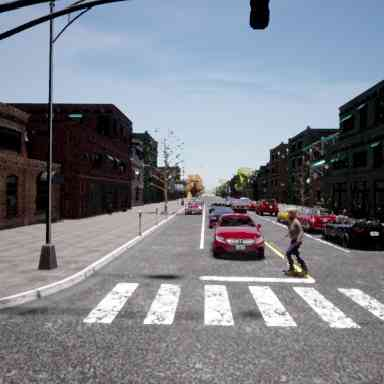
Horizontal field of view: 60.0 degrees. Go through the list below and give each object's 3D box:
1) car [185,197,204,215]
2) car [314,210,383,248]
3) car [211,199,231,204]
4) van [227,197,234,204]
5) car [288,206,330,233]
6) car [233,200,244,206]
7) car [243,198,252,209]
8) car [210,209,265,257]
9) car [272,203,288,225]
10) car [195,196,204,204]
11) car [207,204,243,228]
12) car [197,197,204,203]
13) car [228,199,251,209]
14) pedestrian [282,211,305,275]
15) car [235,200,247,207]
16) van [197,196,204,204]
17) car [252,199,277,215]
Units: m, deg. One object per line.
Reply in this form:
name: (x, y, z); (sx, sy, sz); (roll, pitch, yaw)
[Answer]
car: (0.210, 1.745, 38.440); (1.967, 1.590, 4.097); (0, -1, 2)
car: (7.689, 1.800, 15.928); (1.947, 1.339, 4.313); (0, -1, 2)
car: (2.628, 1.810, 33.884); (1.837, 1.490, 4.892); (1, -1, 2)
van: (10.815, 2.287, 93.541); (1.690, 1.788, 3.998); (0, -1, 2)
car: (7.913, 1.726, 21.473); (1.967, 1.590, 4.097); (0, -1, 2)
car: (9.920, 2.325, 71.364); (1.802, 1.307, 4.206); (0, -1, 2)
car: (9.029, 1.981, 49.191); (1.967, 1.590, 4.097); (0, -1, 2)
car: (1.778, 1.644, 13.632); (1.812, 1.442, 4.674); (1, 0, 3)
car: (8.142, 1.864, 27.186); (1.752, 1.417, 4.829); (0, -1, 2)
car: (1.996, 2.026, 82.790); (2.192, 1.841, 5.009); (0, -1, 2)
car: (2.209, 1.774, 23.576); (1.994, 1.385, 4.181); (1, 0, 2)
car: (2.441, 2.252, 93.877); (1.967, 1.590, 4.097); (0, -1, 2)
car: (6.250, 2.002, 44.535); (2.033, 1.411, 5.357); (1, -1, 3)
pedestrian: (2.836, 1.392, 9.283); (0.375, 1.860, 0.375); (0, 0, 2)
car: (9.698, 2.238, 65.821); (1.887, 1.381, 4.507); (0, -1, 2)
van: (2.219, 2.103, 88.334); (1.690, 1.788, 3.998); (0, -1, 2)
car: (8.583, 1.754, 38.105); (2.192, 1.841, 5.009); (0, -1, 2)
